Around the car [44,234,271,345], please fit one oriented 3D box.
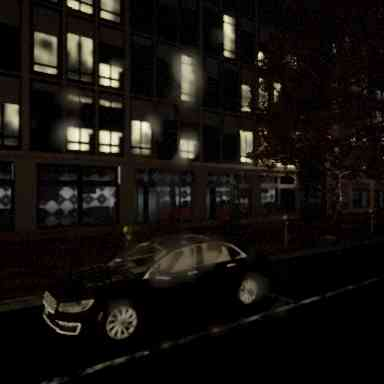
[{"bbox_3d":[-0.401,1.536,6.271,4.403,1.369,2.008,0,0,-36],"label":"car"}]
